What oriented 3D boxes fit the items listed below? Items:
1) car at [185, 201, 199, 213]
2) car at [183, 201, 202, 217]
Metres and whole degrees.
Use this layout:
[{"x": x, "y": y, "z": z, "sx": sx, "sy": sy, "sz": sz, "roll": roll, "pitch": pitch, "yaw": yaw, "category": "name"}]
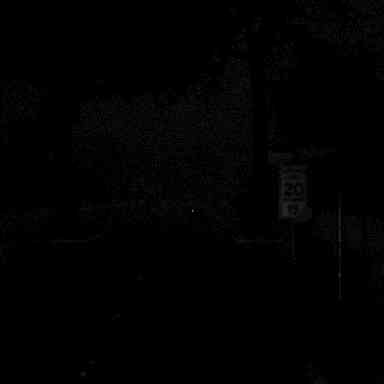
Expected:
[{"x": -0.014, "y": 2.090, "z": 47.723, "sx": 1.837, "sy": 1.490, "sz": 4.892, "roll": 0, "pitch": 0, "yaw": 0, "category": "car"}, {"x": 0.073, "y": 1.978, "z": 36.771, "sx": 1.994, "sy": 1.385, "sz": 4.181, "roll": 0, "pitch": -1, "yaw": 0, "category": "car"}]
